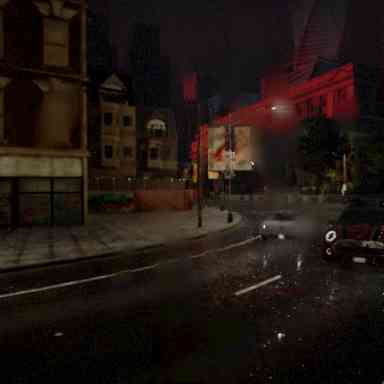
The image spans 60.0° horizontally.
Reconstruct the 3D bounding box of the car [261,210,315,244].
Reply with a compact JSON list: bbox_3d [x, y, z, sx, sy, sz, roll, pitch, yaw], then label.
[{"bbox_3d":[4.718,1.579,16.026,1.895,1.301,4.718,0,0,26],"label":"car"}]

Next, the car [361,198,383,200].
[{"bbox_3d":[15.582,1.424,29.791,1.812,1.442,4.674,0,0,5],"label":"car"}]

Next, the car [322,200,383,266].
[{"bbox_3d":[5.870,1.315,11.266,2.097,1.767,4.553,-1,0,32],"label":"car"}]
